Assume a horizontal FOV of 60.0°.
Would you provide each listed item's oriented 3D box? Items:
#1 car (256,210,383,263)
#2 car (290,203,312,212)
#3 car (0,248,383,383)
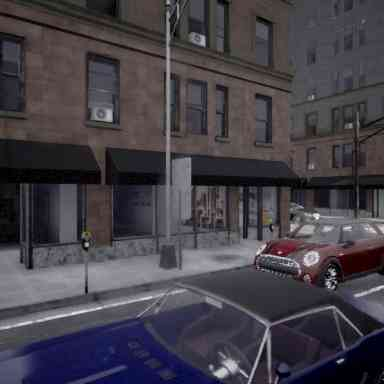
[{"bbox_3d":[3.494,1.440,8.692,4.097,1.590,1.967,0,0,-36],"label":"car"},{"bbox_3d":[7.101,1.537,24.645,2.128,1.511,4.902,0,0,-35],"label":"car"},{"bbox_3d":[0.318,1.601,3.241,4.718,1.301,1.895,0,0,-35],"label":"car"}]
